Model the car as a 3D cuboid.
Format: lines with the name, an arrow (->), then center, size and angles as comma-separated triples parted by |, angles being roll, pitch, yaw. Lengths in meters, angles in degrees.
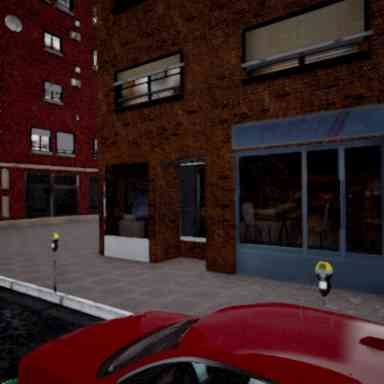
car -> 0.468, 1.553, 2.390 | 4.507, 1.381, 1.887 | -1, -1, 36
